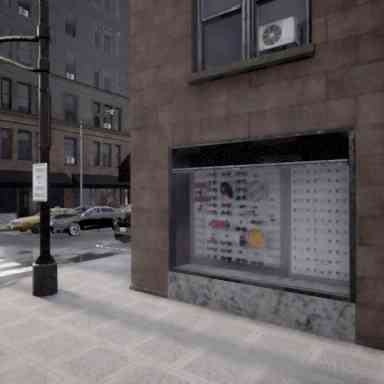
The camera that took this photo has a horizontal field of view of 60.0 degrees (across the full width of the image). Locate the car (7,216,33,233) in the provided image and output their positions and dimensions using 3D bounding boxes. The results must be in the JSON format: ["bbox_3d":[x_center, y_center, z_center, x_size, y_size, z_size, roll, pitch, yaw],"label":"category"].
[{"bbox_3d":[-8.210,1.559,19.690,1.752,1.417,4.829,0,0,36],"label":"car"}]

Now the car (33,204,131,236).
[{"bbox_3d":[-5.828,1.514,18.673,2.128,1.511,4.902,0,0,36],"label":"car"}]

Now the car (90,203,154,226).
[{"bbox_3d":[-4.967,1.589,24.234,2.008,1.369,4.403,0,0,36],"label":"car"}]

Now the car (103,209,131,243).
[{"bbox_3d":[-1.584,1.563,15.159,1.947,1.339,4.313,0,0,36],"label":"car"}]
